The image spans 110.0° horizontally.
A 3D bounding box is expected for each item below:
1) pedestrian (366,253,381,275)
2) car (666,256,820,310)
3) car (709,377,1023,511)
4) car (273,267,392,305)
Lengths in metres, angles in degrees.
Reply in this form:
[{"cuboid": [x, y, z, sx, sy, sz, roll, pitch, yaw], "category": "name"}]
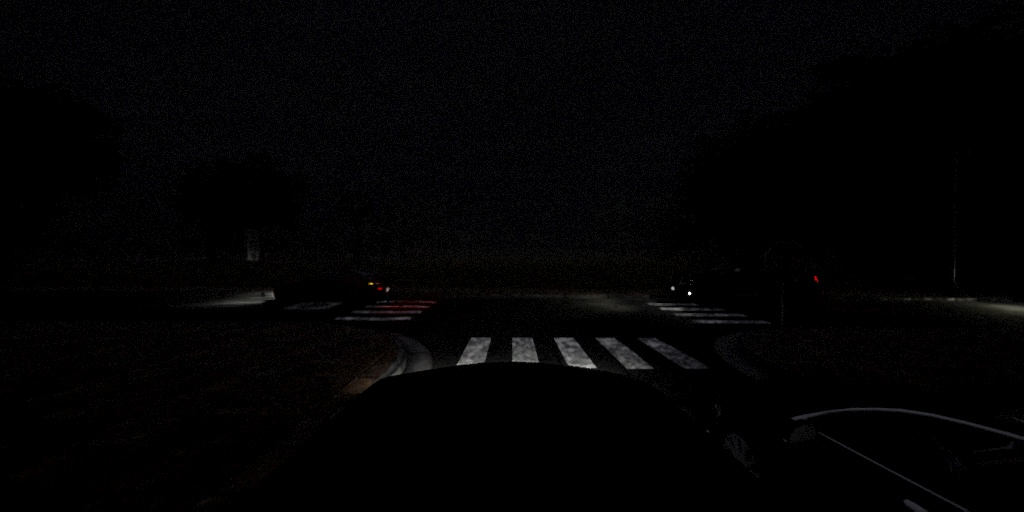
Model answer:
[{"cuboid": [-6.847, 0.726, 17.732, 0.375, 1.860, 0.375, 0, 1, 0], "category": "pedestrian"}, {"cuboid": [9.415, 1.016, 14.804, 5.566, 2.045, 2.150, 1, 1, 0], "category": "car"}, {"cuboid": [2.636, 1.301, 1.535, 2.007, 1.370, 4.403, 0, 0, 0], "category": "car"}, {"cuboid": [-7.427, 1.173, 15.011, 4.674, 1.442, 1.812, 0, 0, 6], "category": "car"}]
